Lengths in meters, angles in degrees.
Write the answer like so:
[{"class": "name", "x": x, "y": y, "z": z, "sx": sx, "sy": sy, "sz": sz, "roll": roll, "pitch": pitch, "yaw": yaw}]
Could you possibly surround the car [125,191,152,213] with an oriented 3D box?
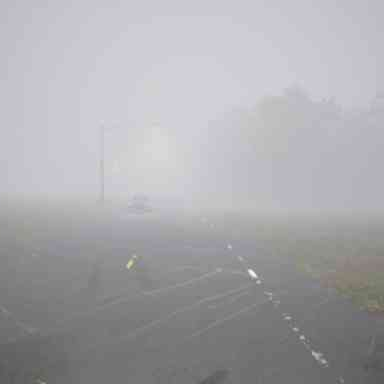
[{"class": "car", "x": -5.025, "y": 1.045, "z": 32.617, "sx": 2.097, "sy": 1.767, "sz": 4.553, "roll": 0, "pitch": 1, "yaw": -5}]
